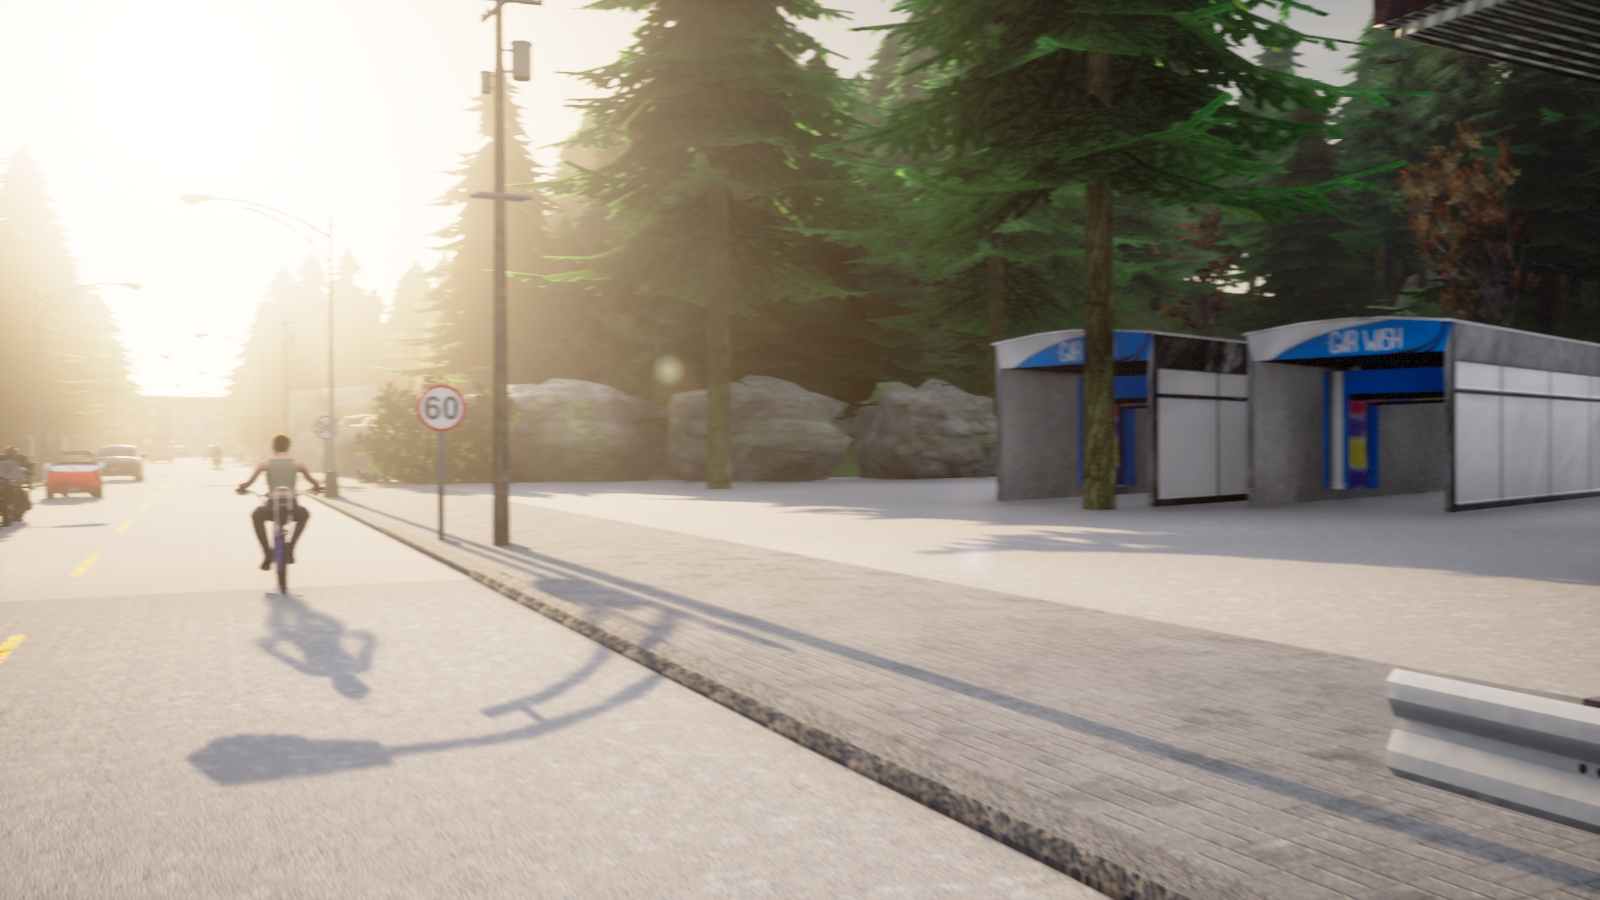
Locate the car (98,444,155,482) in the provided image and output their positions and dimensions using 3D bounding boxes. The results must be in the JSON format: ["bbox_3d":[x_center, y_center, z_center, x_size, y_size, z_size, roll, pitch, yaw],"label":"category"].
[{"bbox_3d":[-28.287,0.509,52.829,1.837,1.490,4.892,0,0,-25],"label":"car"}]

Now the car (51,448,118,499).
[{"bbox_3d":[-20.363,0.639,35.817,1.481,1.376,2.207,0,0,-25],"label":"car"}]

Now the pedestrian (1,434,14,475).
[{"bbox_3d":[-35.680,0.207,56.565,0.370,1.835,0.726,0,0,-22],"label":"pedestrian"}]

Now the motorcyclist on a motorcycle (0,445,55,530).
[{"bbox_3d":[-14.773,0.675,23.841,0.866,1.530,2.191,0,0,-25],"label":"motorcyclist on a motorcycle"}]

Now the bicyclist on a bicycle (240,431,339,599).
[{"bbox_3d":[-5.260,0.619,12.897,0.866,1.612,1.509,0,0,-25],"label":"bicyclist on a bicycle"}]
